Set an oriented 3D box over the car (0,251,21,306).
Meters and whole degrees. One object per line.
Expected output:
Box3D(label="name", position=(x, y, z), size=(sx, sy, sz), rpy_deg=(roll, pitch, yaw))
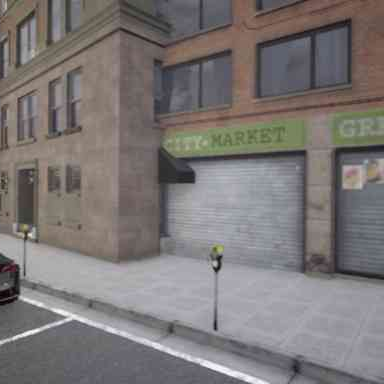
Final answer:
Box3D(label="car", position=(-5.186, 1.567, 6.764), size=(4.313, 1.339, 1.947), rpy_deg=(0, 1, 35))
